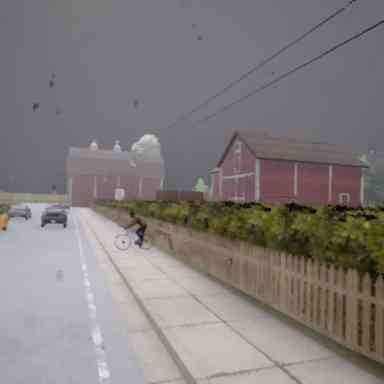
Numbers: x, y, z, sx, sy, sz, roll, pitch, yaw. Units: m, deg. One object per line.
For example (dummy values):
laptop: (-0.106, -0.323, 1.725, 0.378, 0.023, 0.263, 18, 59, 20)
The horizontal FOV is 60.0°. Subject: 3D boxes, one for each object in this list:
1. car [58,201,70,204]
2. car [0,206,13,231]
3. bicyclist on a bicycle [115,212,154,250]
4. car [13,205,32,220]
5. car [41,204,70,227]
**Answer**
car: (-24.334, 2.520, 63.055, 2.097, 1.767, 4.553, 2, -2, -20)
car: (-12.659, 1.728, 20.398, 1.882, 1.535, 5.008, 2, -2, -20)
bicyclist on a bicycle: (-2.425, 1.661, 14.157, 1.656, 1.620, 0.582, 2, -2, -20)
car: (-17.542, 2.032, 33.899, 1.812, 1.442, 4.674, 2, -2, -20)
car: (-11.214, 1.999, 27.232, 1.837, 1.490, 4.892, 2, -1, -20)
